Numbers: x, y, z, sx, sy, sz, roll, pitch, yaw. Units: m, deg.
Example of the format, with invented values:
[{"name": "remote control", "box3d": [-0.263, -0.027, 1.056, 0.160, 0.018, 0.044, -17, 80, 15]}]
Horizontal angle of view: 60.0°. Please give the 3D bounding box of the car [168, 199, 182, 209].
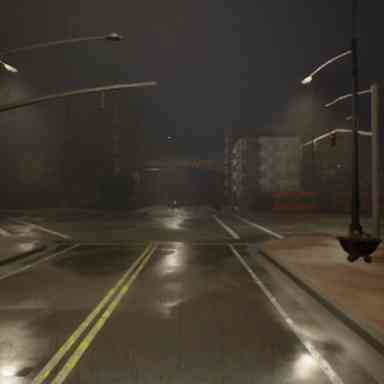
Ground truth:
[{"name": "car", "box3d": [-3.487, 2.412, 62.362, 2.033, 1.411, 5.357, 0, -1, 0]}]
